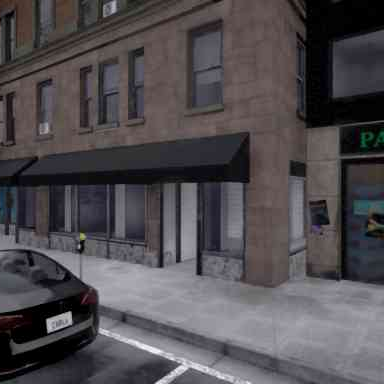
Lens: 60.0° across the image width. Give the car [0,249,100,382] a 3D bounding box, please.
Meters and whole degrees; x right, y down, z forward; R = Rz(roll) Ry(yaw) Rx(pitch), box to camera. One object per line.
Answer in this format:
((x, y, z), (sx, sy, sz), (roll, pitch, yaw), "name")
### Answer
((-3.250, 1.566, 5.126), (4.313, 1.339, 1.947), (0, 0, 36), "car")
